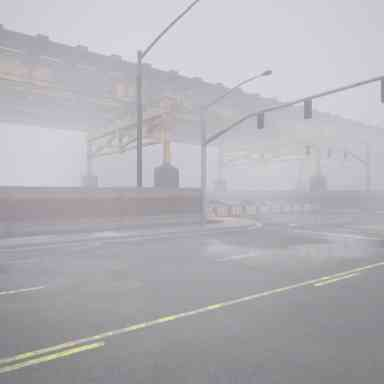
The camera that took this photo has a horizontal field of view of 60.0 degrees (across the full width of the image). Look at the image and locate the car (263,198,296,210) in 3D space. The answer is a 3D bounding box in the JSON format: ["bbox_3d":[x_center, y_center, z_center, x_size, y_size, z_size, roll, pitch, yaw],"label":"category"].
[{"bbox_3d":[9.985,1.295,40.165,4.536,1.218,1.853,0,0,-7],"label":"car"}]

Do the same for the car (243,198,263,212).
[{"bbox_3d":[6.125,1.453,36.413,2.038,1.542,4.974,0,0,18],"label":"car"}]

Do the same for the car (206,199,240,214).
[{"bbox_3d":[2.327,1.295,33.736,4.536,1.218,1.853,0,0,8],"label":"car"}]

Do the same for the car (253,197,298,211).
[{"bbox_3d":[10.036,1.453,40.171,4.974,1.542,2.038,0,0,-7],"label":"car"}]

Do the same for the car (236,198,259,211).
[{"bbox_3d":[6.141,1.295,36.462,1.853,1.218,4.536,0,0,18],"label":"car"}]

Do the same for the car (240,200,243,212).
[{"bbox_3d":[2.379,1.453,33.729,4.974,1.542,2.038,0,0,8],"label":"car"}]
